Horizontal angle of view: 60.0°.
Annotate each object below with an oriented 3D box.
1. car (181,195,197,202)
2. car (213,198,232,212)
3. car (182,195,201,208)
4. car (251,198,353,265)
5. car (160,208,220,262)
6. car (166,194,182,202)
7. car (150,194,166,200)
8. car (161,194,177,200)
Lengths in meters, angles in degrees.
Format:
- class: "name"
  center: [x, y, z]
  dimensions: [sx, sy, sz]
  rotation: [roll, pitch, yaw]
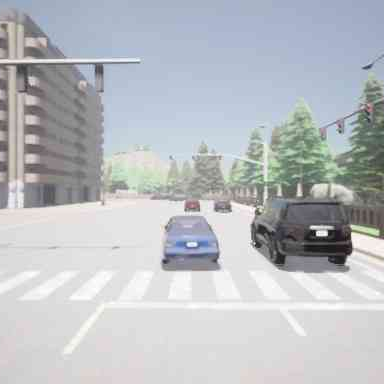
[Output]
- class: "car"
  center: [-0.777, 1.523, 79.593]
  dimensions: [1.812, 1.442, 4.674]
  rotation: [0, 0, -26]
- class: "car"
  center: [3.547, 1.490, 39.275]
  dimensions: [2.128, 1.511, 4.902]
  rotation: [0, 0, 0]
- class: "car"
  center: [0.045, 1.477, 40.836]
  dimensions: [1.882, 1.535, 5.008]
  rotation: [0, 0, 0]
- class: "car"
  center: [3.585, 1.223, 11.870]
  dimensions: [2.150, 2.045, 5.566]
  rotation: [0, 0, 0]
- class: "car"
  center: [-0.164, 1.548, 12.049]
  dimensions: [2.033, 1.411, 5.357]
  rotation: [0, 0, -4]
- class: "car"
  center: [-3.716, 1.522, 77.601]
  dimensions: [1.812, 1.442, 4.674]
  rotation: [0, 0, -26]
- class: "car"
  center: [-8.861, 1.206, 86.068]
  dimensions: [2.097, 1.767, 4.553]
  rotation: [0, 0, -41]
- class: "car"
  center: [-6.096, 1.347, 88.211]
  dimensions: [1.837, 1.490, 4.892]
  rotation: [0, 0, -41]
